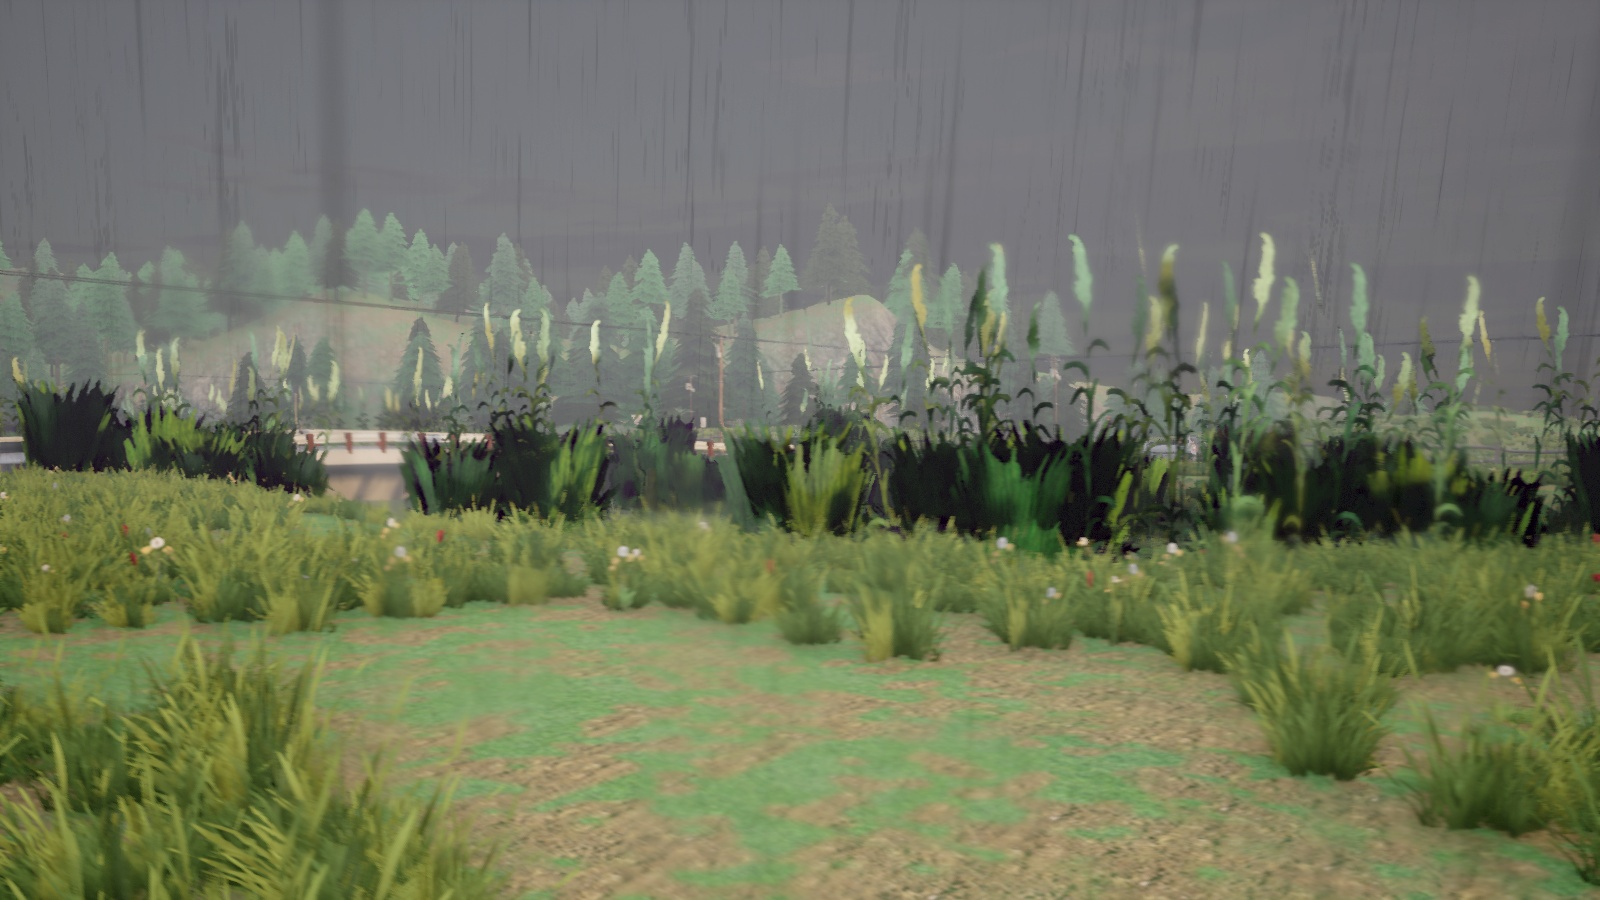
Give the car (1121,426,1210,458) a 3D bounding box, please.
[{"bbox_3d":[18.725,-0.419,64.380,3.988,1.617,1.851,0,1,39],"label":"car"}]
